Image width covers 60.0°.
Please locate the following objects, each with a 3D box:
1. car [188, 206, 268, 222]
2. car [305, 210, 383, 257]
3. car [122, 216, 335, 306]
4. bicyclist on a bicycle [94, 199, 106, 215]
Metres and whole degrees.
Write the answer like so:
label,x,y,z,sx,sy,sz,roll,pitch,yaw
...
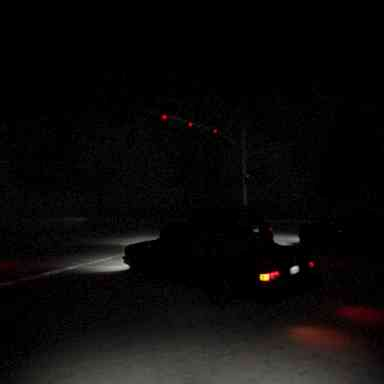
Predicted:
label,x,y,z,sx,sy,sz,roll,pitch,yaw
car,0.735,1.311,12.408,2.097,1.767,4.553,-2,0,-40
car,5.894,1.343,11.393,1.812,1.442,4.674,-1,0,-34
car,0.304,1.525,8.072,2.033,1.411,5.357,-2,0,-40
bicyclist on a bicycle,-9.491,1.509,34.318,0.582,1.620,1.656,-2,0,34
